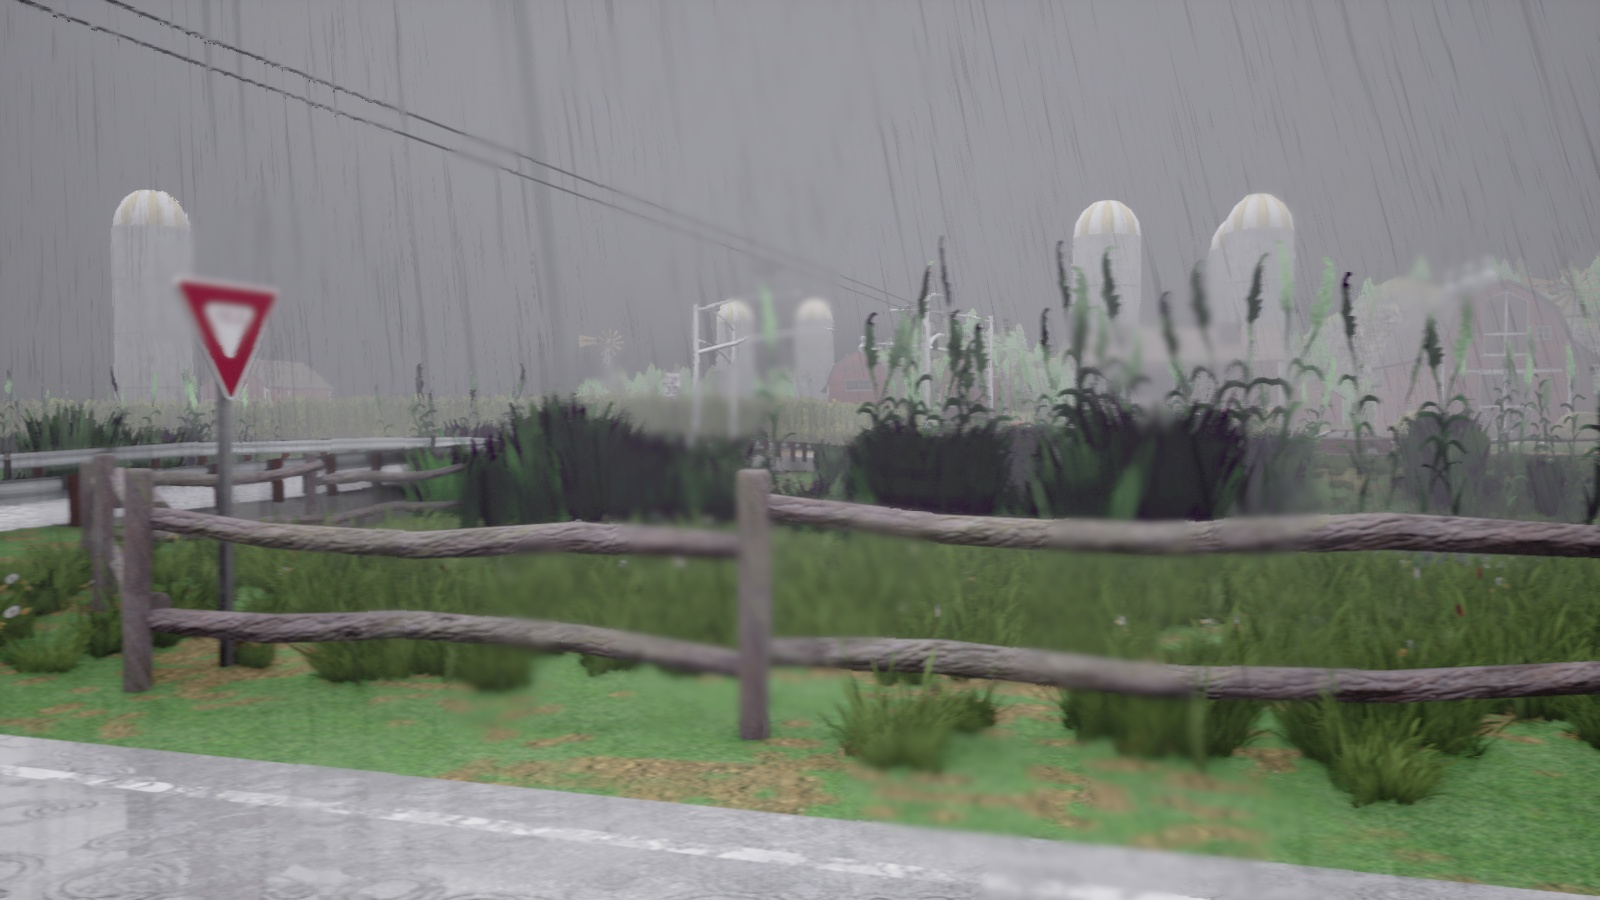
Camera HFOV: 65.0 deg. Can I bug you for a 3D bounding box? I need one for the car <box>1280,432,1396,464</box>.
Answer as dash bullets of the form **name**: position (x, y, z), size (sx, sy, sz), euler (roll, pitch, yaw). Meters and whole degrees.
- **car**: position (26.514, -0.117, 62.067), size (5.008, 1.535, 1.882), euler (1, 1, 15)
